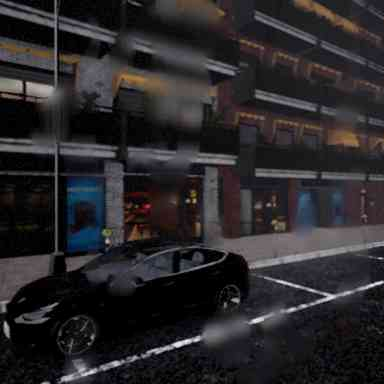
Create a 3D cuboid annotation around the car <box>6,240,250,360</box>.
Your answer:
[{"bbox_3d":[-0.836,1.592,5.974,4.313,1.339,1.947,1,-1,-35],"label":"car"}]
